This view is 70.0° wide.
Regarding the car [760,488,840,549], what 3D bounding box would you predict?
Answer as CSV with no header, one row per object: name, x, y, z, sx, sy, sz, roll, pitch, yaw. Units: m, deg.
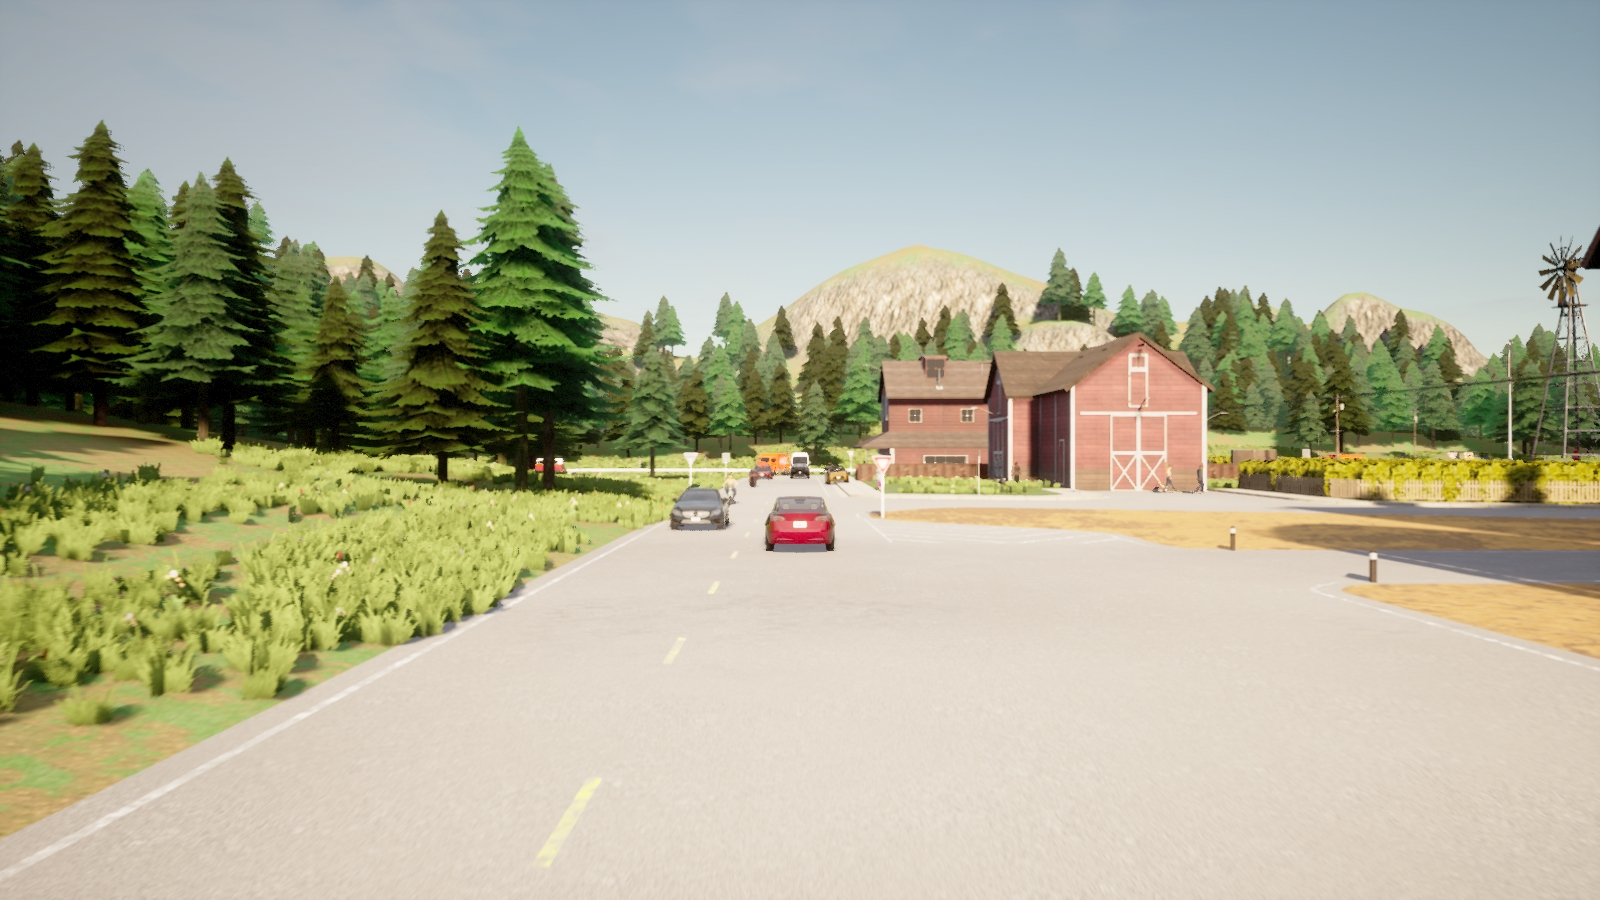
car,0.001,1.923,33.302,2.163,1.488,4.792,0,0,0

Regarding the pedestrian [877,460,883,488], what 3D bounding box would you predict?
pedestrian,5.219,1.554,74.366,0.375,1.860,0.375,0,0,11

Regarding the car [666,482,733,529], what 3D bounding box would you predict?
car,-3.533,1.941,40.886,2.002,1.442,4.674,0,0,0

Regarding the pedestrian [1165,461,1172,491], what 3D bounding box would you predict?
pedestrian,22.899,1.617,71.024,0.375,1.860,0.375,0,0,22

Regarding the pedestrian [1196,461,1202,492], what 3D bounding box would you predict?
pedestrian,24.550,1.618,70.307,0.375,1.860,0.375,0,0,23

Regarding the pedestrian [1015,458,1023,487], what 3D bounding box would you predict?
pedestrian,14.103,1.468,73.592,0.375,1.860,0.375,0,0,-44
